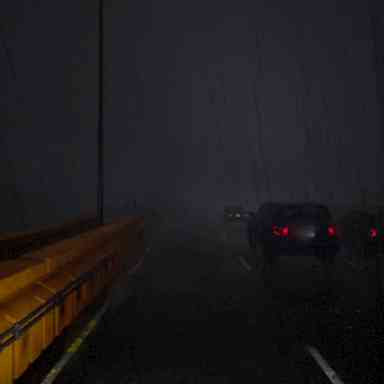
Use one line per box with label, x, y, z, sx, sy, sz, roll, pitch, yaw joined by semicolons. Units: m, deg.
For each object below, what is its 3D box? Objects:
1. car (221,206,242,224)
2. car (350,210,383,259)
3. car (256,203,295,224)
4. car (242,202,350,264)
car;3.507;1.848;27.505;2.033;1.411;5.357;0;-1;0
car;7.017;1.498;13.410;2.097;1.767;4.553;0;-1;0
car;7.018;1.804;28.483;2.128;1.511;4.902;0;0;0
car;3.508;1.363;12.563;2.150;2.045;5.566;0;0;0
